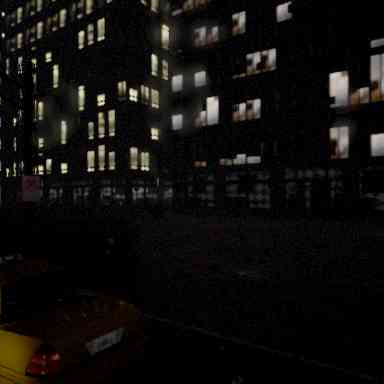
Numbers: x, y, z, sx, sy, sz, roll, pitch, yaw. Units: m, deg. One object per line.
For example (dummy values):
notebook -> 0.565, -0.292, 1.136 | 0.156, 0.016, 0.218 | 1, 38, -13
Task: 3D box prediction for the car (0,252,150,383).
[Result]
car -> -2.794, 1.568, 4.863 | 4.829, 1.417, 1.752 | -1, 0, 36
